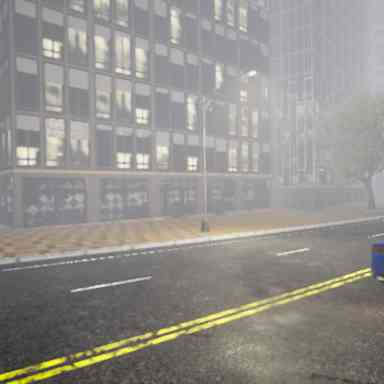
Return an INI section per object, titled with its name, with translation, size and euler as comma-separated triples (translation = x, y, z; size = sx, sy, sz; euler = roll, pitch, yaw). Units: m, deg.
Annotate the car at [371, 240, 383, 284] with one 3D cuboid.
[car]
translation = 6.421, 1.487, 8.415
size = 5.008, 1.535, 1.882
euler = 0, 0, -38
